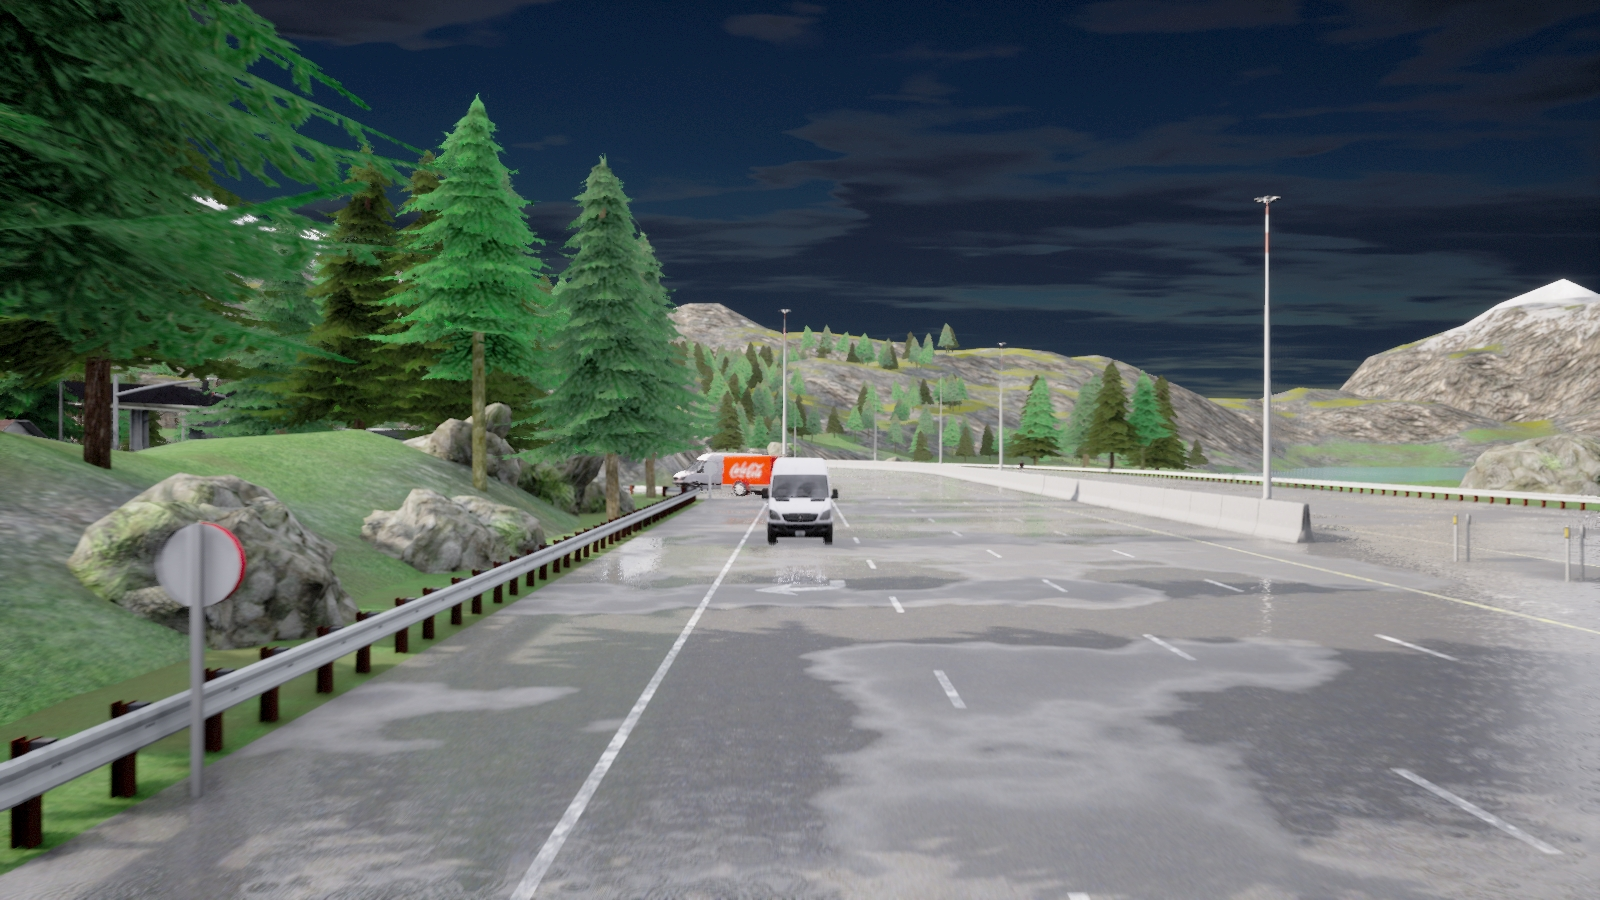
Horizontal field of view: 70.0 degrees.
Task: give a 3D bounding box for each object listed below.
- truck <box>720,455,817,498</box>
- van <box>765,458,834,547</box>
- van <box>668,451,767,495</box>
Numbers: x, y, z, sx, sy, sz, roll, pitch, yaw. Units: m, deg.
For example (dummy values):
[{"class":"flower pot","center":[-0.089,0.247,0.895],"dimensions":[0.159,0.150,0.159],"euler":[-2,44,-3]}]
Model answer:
[{"class":"truck","center":[-1.888,1.576,68.329],"dimensions":[5.204,2.467,2.627],"euler":[-1,-1,29]},{"class":"van","center":[-0.003,1.536,35.924],"dimensions":[1.988,2.561,5.915],"euler":[0,0,0]},{"class":"van","center":[-5.328,1.492,73.969],"dimensions":[5.915,2.561,1.988],"euler":[2,2,-23]}]
